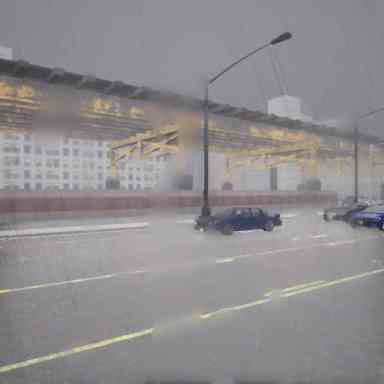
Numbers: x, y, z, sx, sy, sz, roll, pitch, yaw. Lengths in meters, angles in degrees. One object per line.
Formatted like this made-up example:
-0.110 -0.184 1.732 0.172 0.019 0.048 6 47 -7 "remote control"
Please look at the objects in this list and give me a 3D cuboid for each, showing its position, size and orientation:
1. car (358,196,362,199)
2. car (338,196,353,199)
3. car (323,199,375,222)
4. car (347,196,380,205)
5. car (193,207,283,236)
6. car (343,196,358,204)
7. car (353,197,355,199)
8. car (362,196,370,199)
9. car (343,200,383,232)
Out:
26.764 1.446 56.178 2.038 1.542 4.974 0 0 19 "car"
22.910 1.289 53.583 4.536 1.218 1.853 0 0 9 "car"
11.720 1.489 24.646 4.902 1.511 2.128 0 0 -34 "car"
30.754 1.445 59.853 4.974 1.542 2.038 0 0 -6 "car"
2.692 1.546 18.505 5.357 1.411 2.033 0 0 -34 "car"
26.780 1.288 56.228 1.853 1.218 4.536 0 0 19 "car"
22.962 1.446 53.575 4.974 1.542 2.038 0 0 9 "car"
30.703 1.288 59.847 4.536 1.218 1.853 0 0 -6 "car"
11.685 1.475 20.335 5.008 1.535 1.882 0 0 -34 "car"
